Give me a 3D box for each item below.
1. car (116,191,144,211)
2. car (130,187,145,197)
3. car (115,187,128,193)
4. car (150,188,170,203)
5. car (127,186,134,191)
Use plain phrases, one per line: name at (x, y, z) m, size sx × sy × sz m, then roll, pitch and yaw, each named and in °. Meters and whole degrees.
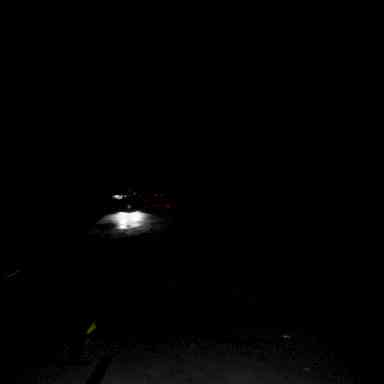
car at (-6.182, 1.036, 32.895) m, size 2.128 × 1.511 × 4.902 m, roll -1°, pitch 1°, yaw -10°
car at (-10.008, 0.237, 63.068) m, size 2.033 × 1.411 × 5.357 m, roll -1°, pitch 2°, yaw -14°
car at (-15.925, -0.146, 73.703) m, size 1.895 × 1.301 × 4.718 m, roll -1°, pitch 2°, yaw -16°
car at (-4.457, 0.414, 45.303) m, size 2.150 × 2.045 × 5.566 m, roll -1°, pitch 2°, yaw -13°
car at (-15.235, -0.759, 81.298) m, size 2.097 × 1.767 × 4.553 m, roll -2°, pitch 3°, yaw -22°
